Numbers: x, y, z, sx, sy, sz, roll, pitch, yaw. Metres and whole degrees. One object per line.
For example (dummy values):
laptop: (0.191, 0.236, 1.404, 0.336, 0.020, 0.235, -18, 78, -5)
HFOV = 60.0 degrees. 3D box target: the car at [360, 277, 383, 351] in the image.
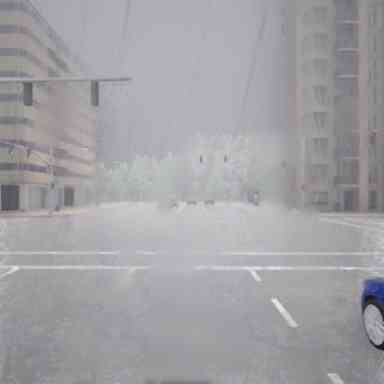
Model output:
car: (3.565, 1.501, 3.246, 1.882, 1.535, 5.008, 0, 0, 0)

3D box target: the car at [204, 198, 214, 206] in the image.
car: (3.495, 1.959, 67.423, 1.837, 1.490, 4.892, 0, 0, 0)

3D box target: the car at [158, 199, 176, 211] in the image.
car: (-3.572, 1.841, 46.116, 1.812, 1.442, 4.674, 0, 0, 0)

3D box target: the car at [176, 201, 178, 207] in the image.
car: (-3.553, 1.961, 58.193, 1.994, 1.385, 4.181, 0, 0, 0)

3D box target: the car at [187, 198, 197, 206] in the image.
car: (-0.005, 1.990, 67.423, 1.812, 1.442, 4.674, 0, 0, 0)
